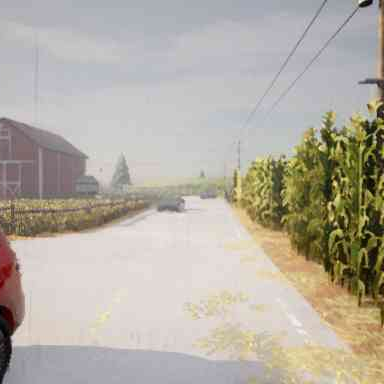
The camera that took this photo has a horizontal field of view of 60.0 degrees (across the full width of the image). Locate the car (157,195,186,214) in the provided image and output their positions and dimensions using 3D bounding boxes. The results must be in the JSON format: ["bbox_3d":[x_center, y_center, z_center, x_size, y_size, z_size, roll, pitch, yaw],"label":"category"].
[{"bbox_3d":[-1.605,0.998,28.232,2.033,1.411,5.357,0,1,6],"label":"car"}]

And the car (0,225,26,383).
[{"bbox_3d":[-3.160,1.192,1.886,2.150,2.045,5.566,0,1,1],"label":"car"}]

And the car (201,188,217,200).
[{"bbox_3d":[2.642,0.279,52.911,2.097,1.767,4.553,-1,1,-4],"label":"car"}]
